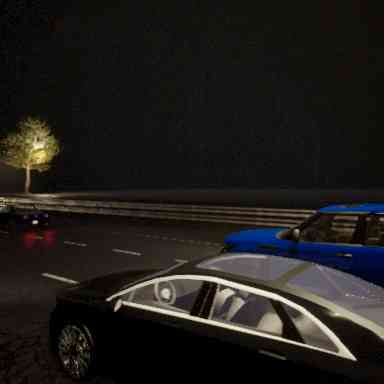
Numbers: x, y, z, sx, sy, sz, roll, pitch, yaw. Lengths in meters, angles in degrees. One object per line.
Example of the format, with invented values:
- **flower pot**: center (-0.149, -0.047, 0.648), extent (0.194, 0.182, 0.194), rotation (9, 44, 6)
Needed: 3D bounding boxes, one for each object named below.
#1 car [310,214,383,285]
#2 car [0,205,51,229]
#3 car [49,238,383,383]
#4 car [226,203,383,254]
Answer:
- **car**: center (5.821, 1.491, 8.438), extent (4.902, 1.511, 2.128), rotation (1, 0, 35)
- **car**: center (-10.736, 1.413, 20.242), extent (4.718, 1.301, 1.895), rotation (1, 0, 36)
- **car**: center (0.345, 1.477, 3.746), extent (4.902, 1.511, 2.128), rotation (1, 0, 35)
- **car**: center (3.086, 1.215, 6.091), extent (5.566, 2.045, 2.150), rotation (1, 0, 35)
